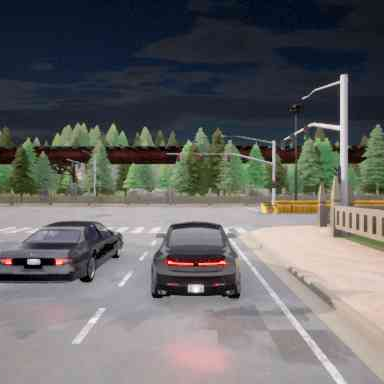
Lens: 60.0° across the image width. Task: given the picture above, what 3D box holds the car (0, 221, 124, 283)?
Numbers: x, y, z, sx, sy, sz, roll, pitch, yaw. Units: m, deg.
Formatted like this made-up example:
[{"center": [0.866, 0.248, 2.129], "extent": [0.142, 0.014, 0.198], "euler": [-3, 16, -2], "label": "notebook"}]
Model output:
[{"center": [-3.388, 1.547, 9.655], "extent": [2.033, 1.411, 5.357], "euler": [0, 0, 0], "label": "car"}]

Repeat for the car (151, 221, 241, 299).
[{"center": [0.099, 1.504, 8.466], "extent": [1.837, 1.490, 4.892], "euler": [0, 0, 1], "label": "car"}]
